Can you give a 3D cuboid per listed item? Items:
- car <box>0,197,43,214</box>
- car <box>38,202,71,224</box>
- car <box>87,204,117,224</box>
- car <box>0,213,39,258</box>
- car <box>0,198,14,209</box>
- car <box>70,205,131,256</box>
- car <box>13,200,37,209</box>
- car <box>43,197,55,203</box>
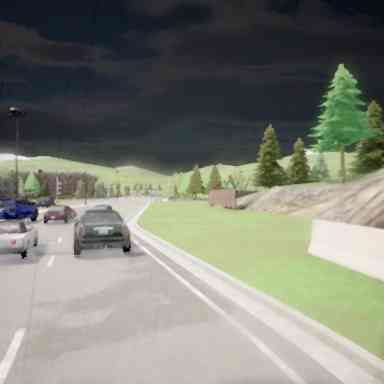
[{"bbox_3d":[-14.526,1.524,27.341,2.150,2.045,5.566,0,0,-7],"label":"car"},{"bbox_3d":[-11.091,1.830,28.144,1.812,1.442,4.674,0,0,-7],"label":"car"},{"bbox_3d":[-7.617,1.823,28.579,1.812,1.442,4.674,0,0,-7],"label":"car"},{"bbox_3d":[-7.232,1.749,13.039,1.895,1.301,4.718,0,-1,-19],"label":"car"},{"bbox_3d":[-32.837,2.003,57.390,2.097,1.767,4.553,0,-1,-5],"label":"car"},{"bbox_3d":[-3.909,1.498,14.143,2.097,1.767,4.553,0,-1,-19],"label":"car"},{"bbox_3d":[-29.456,2.146,58.702,2.128,1.511,4.902,0,-1,-5],"label":"car"},{"bbox_3d":[-25.960,1.868,58.862,2.150,2.045,5.566,0,-1,-5],"label":"car"}]
